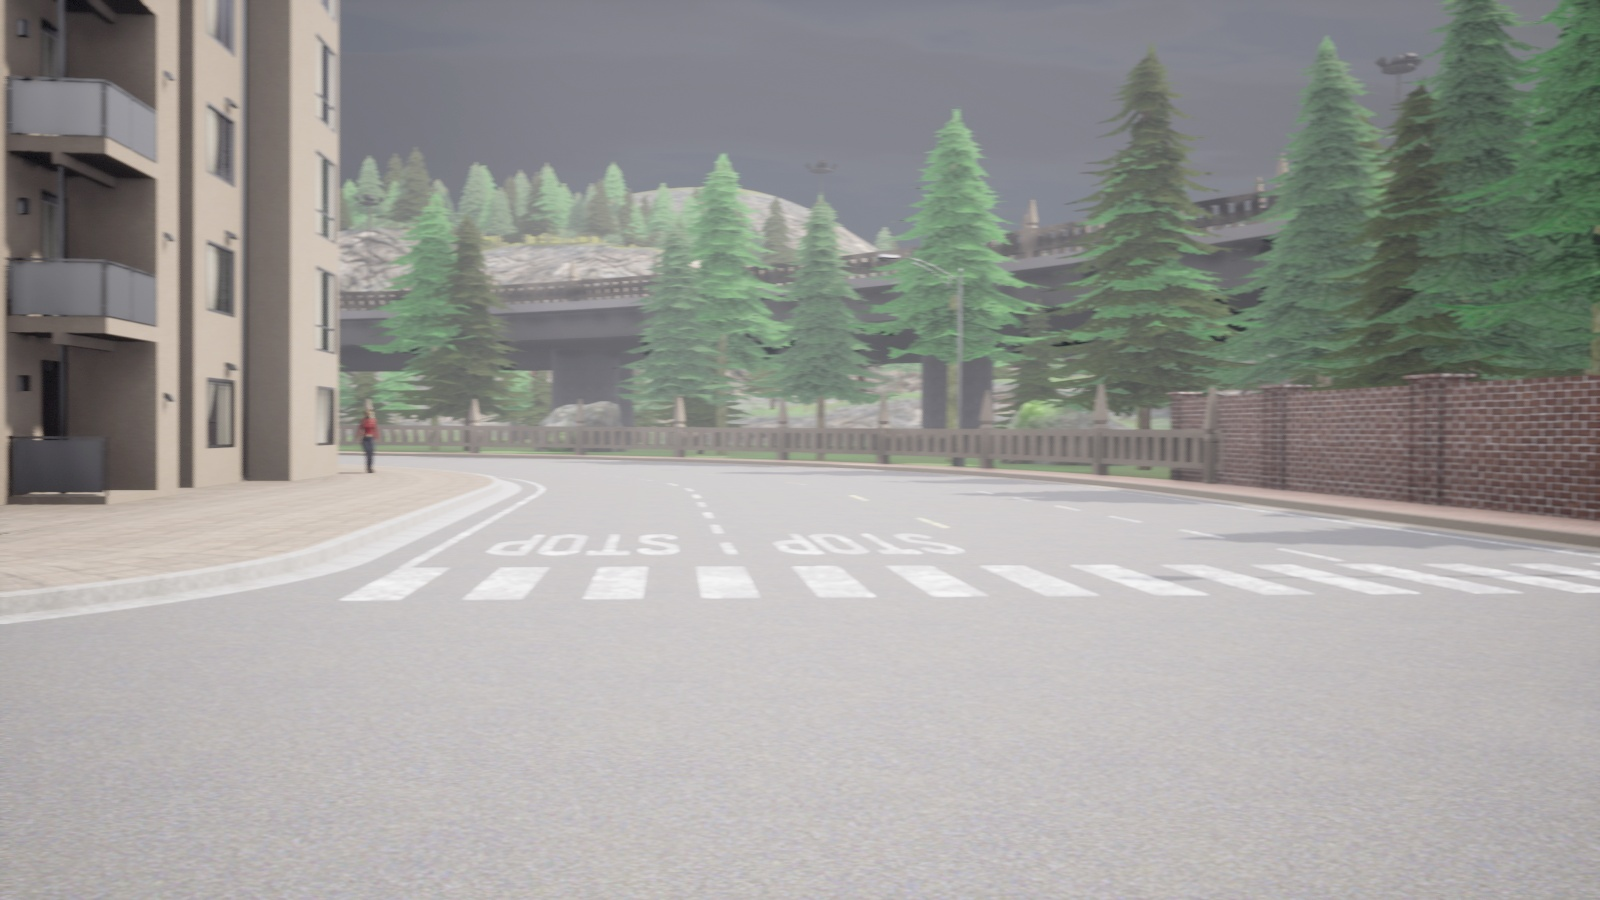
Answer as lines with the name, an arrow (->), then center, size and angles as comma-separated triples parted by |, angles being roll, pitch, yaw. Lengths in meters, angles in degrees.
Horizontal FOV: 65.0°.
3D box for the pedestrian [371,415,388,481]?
pedestrian -> -11.798, -0.055, 35.226 | 0.331, 1.846, 0.636 | -1, 1, -27
